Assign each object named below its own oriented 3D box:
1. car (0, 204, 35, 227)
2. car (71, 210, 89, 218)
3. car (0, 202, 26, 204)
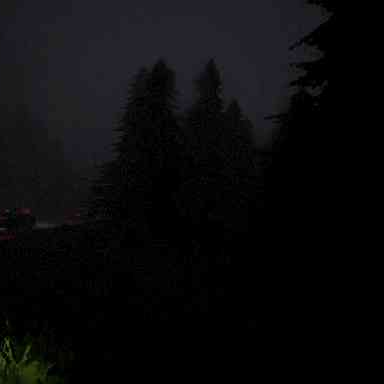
[{"bbox_3d":[-12.187,1.810,22.389,2.128,1.511,4.902,4,-2,-5],"label":"car"},{"bbox_3d":[-12.595,2.406,38.901,1.812,1.442,4.674,4,-2,0],"label":"car"},{"bbox_3d":[-15.910,1.634,28.976,2.097,1.767,4.553,4,-2,0],"label":"car"}]
